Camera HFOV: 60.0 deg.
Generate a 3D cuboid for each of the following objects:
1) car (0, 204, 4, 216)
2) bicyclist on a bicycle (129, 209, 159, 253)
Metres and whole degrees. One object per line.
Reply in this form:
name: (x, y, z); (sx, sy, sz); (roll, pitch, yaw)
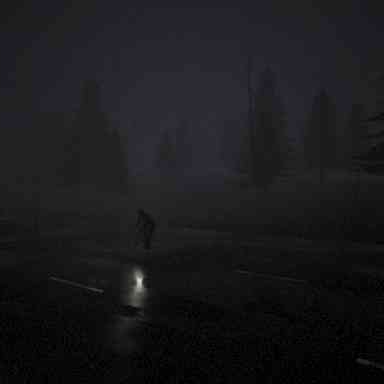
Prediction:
car: (-19.481, 1.492, 31.025); (4.902, 1.511, 2.128); (0, 0, 36)
bicyclist on a bicycle: (-1.804, 1.455, 12.697); (0.582, 1.620, 1.656); (0, 2, 36)
